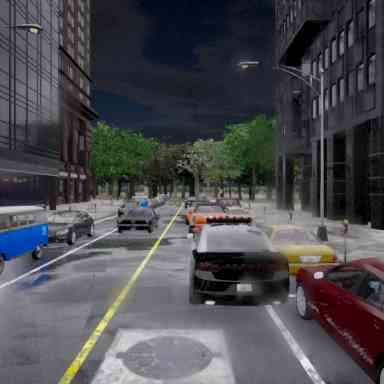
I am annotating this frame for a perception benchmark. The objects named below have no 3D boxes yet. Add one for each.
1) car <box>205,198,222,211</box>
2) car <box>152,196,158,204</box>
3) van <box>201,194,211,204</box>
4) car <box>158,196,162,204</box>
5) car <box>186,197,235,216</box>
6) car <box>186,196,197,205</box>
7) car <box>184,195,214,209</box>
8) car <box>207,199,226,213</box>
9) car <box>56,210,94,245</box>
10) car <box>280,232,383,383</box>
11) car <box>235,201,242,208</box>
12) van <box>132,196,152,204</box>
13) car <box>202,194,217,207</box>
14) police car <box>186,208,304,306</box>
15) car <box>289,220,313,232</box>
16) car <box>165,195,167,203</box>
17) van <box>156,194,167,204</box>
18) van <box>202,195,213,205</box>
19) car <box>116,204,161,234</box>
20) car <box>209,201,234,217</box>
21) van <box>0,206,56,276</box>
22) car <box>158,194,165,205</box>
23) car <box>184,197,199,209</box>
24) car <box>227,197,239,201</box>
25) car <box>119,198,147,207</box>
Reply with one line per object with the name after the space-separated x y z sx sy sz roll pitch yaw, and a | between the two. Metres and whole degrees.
2.713 1.553 42.495 1.887 1.381 4.507 0 0 0 | car
-5.812 1.534 42.315 1.752 1.417 4.829 0 0 0 | car
2.689 1.362 64.245 1.690 1.788 3.998 0 0 0 | van
-5.818 1.577 47.923 1.947 1.339 4.313 0 0 0 | car
0.879 1.353 18.105 2.097 1.767 4.553 0 0 0 | car
-0.067 1.523 59.356 1.837 1.490 4.892 0 0 0 | car
0.688 1.354 24.132 2.097 1.767 4.553 0 0 2 | car
2.719 1.532 37.227 1.752 1.417 4.829 0 0 0 | car
-5.781 1.552 15.297 2.008 1.369 4.403 0 0 0 | car
2.756 1.545 4.432 1.887 1.381 4.507 0 0 0 | car
2.738 1.527 20.914 1.752 1.417 4.829 0 0 0 | car
-5.806 1.347 37.048 1.690 1.788 3.998 0 0 0 | van
2.701 1.329 53.370 2.192 1.841 5.009 0 0 0 | car
0.890 1.426 8.244 1.930 1.638 5.238 0 0 0 | police car
2.750 1.526 10.039 1.752 1.417 4.829 0 0 0 | car
-5.830 1.458 58.798 1.967 1.590 4.097 0 0 0 | car
-5.836 1.362 64.236 1.690 1.788 3.998 0 0 0 | van
2.695 1.359 58.807 1.690 1.788 3.998 0 0 0 | van
-3.022 1.602 19.340 1.895 1.301 4.718 0 0 0 | car
2.726 1.555 31.619 2.008 1.369 4.403 0 0 0 | car
-5.775 1.341 9.860 1.690 1.788 3.998 0 0 0 | van
-5.824 1.539 53.191 1.752 1.417 4.829 0 0 0 | car
-0.040 1.515 45.791 1.837 1.490 4.892 0 0 1 | car
2.731 1.318 26.182 2.192 1.841 5.009 0 0 0 | car
-5.799 1.570 31.610 1.947 1.339 4.313 0 0 0 | car
